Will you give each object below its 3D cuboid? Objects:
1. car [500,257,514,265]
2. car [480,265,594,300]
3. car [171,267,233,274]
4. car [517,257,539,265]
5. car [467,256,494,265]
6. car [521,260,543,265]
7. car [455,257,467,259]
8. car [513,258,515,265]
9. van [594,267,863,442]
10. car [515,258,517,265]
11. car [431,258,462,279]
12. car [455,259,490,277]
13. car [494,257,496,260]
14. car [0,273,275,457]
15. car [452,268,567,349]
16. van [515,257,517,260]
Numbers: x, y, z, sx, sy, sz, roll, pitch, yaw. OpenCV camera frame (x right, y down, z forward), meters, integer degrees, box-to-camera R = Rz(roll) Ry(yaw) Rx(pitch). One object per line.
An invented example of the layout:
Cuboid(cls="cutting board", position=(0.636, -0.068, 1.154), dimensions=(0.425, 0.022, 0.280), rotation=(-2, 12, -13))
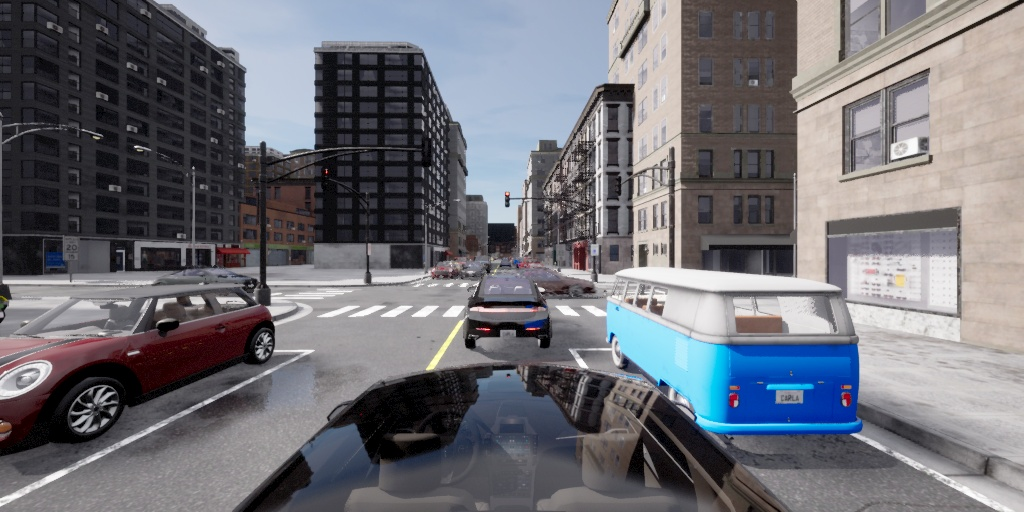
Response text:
Cuboid(cls="car", position=(-1.124, 1.309, 62.268), dimensions=(1.994, 1.385, 4.181), rotation=(0, 0, -1))
Cuboid(cls="car", position=(1.304, 1.315, 17.462), dimensions=(5.357, 1.411, 2.033), rotation=(0, 0, -1))
Cuboid(cls="car", position=(-14.483, 1.245, 17.141), dimensions=(4.181, 1.385, 1.994), rotation=(0, 0, -1))
Cuboid(cls="car", position=(1.979, 1.065, 37.516), dimensions=(2.192, 1.841, 5.009), rotation=(0, 0, -1))
Cuboid(cls="car", position=(-3.581, 0.972, 41.768), dimensions=(2.150, 2.045, 5.566), rotation=(0, 0, 0))
Cuboid(cls="car", position=(2.081, 1.295, 32.108), dimensions=(1.888, 1.381, 4.507), rotation=(0, 0, -1))
Cuboid(cls="car", position=(-6.146, 1.065, 42.774), dimensions=(2.192, 1.841, 5.009), rotation=(0, 0, -1))
Cuboid(cls="car", position=(1.573, 1.312, 59.151), dimensions=(1.948, 1.339, 4.313), rotation=(0, 0, -1))
Cuboid(cls="van", position=(2.585, 1.091, 5.233), dimensions=(1.690, 1.789, 3.998), rotation=(0, 0, -1))
Cuboid(cls="car", position=(1.776, 1.294, 48.334), dimensions=(1.888, 1.381, 4.507), rotation=(0, 0, -1))
Cuboid(cls="car", position=(-5.943, 1.190, 31.957), dimensions=(1.967, 1.591, 4.097), rotation=(0, 0, -1))
Cuboid(cls="car", position=(-3.392, 1.242, 31.606), dimensions=(2.128, 1.511, 4.902), rotation=(0, 0, -1))
Cuboid(cls="car", position=(-3.776, 1.296, 52.170), dimensions=(2.033, 1.411, 5.357), rotation=(0, 0, -1))
Cuboid(cls="car", position=(-5.439, 1.190, 5.082), dimensions=(1.967, 1.591, 4.097), rotation=(0, 0, -1))
Cuboid(cls="car", position=(-0.125, 1.242, 9.167), dimensions=(2.128, 1.511, 4.902), rotation=(0, 0, -1))
Cuboid(cls="van", position=(1.674, 1.089, 53.743), dimensions=(1.690, 1.789, 3.998), rotation=(0, 0, -1))
